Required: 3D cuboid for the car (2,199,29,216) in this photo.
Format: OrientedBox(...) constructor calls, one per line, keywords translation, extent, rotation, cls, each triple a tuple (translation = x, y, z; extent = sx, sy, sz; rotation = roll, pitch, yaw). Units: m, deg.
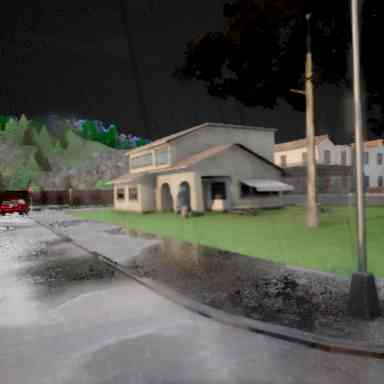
OrientedBox(translation=(-22.452, 1.876, 42.378), extent=(2.150, 2.045, 5.566), rotation=(-2, 1, -16), cls="car")
